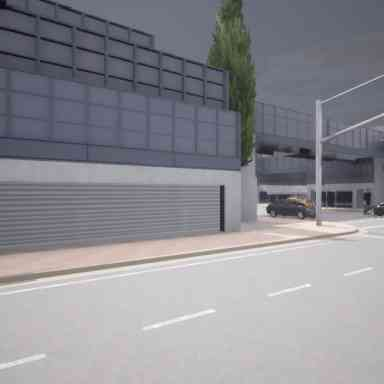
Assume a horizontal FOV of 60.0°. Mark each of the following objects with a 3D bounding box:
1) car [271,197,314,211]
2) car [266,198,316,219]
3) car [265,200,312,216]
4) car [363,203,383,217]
[{"bbox_3d":[12.490,1.472,41.738,1.882,1.535,5.008,0,0,-37],"label":"car"},{"bbox_3d":[8.705,1.501,28.915,1.837,1.490,4.892,0,0,-37],"label":"car"},{"bbox_3d":[9.673,1.560,33.468,1.994,1.385,4.181,0,0,-37],"label":"car"},{"bbox_3d":[17.635,1.500,29.074,1.837,1.490,4.892,0,0,-37],"label":"car"}]
